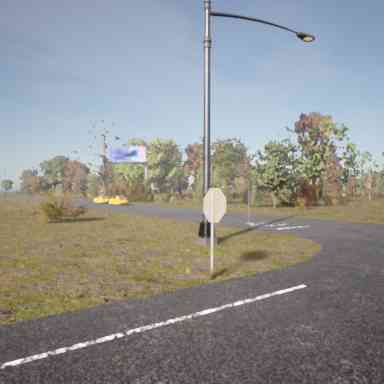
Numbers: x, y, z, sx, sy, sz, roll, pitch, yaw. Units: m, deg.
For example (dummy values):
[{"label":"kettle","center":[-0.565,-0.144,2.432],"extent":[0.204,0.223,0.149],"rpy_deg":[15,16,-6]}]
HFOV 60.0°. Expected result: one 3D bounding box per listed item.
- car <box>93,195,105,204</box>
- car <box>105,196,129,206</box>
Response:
[{"label":"car","center":[-16.512,1.364,60.844],"extent":[1.882,1.535,5.008],"rpy_deg":[0,0,-34]},{"label":"car","center":[-11.935,1.379,54.103],"extent":[1.882,1.535,5.008],"rpy_deg":[0,0,-33]}]
